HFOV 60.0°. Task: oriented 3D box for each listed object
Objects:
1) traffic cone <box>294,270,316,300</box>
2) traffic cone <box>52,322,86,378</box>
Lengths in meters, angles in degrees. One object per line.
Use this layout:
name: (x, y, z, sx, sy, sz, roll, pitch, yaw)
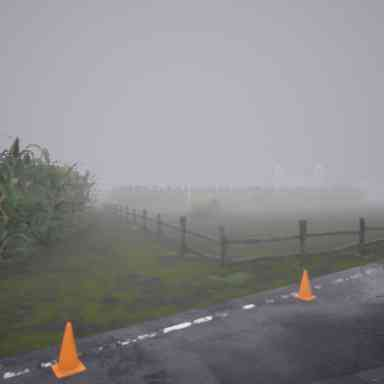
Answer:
traffic cone: (2.446, 1.972, 7.177, 0.340, 0.580, 0.340, 0, 0, -36)
traffic cone: (-1.571, 1.962, 4.248, 0.340, 0.580, 0.340, 0, 0, -36)
